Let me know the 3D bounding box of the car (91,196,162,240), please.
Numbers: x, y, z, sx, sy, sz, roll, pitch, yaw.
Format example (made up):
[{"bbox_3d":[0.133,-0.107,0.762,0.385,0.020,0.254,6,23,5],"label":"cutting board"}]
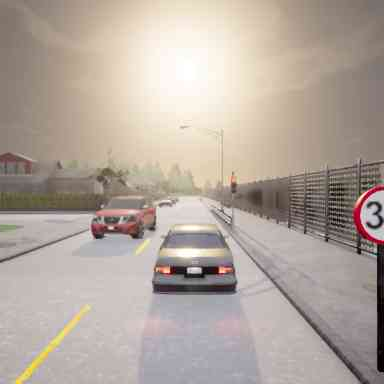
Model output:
[{"bbox_3d":[-3.287,1.221,17.384,2.150,2.045,5.566,0,0,6],"label":"car"}]

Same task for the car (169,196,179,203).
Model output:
[{"bbox_3d":[-3.860,1.553,71.571,1.994,1.385,4.181,0,0,0],"label":"car"}]

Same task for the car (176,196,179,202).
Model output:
[{"bbox_3d":[-3.943,1.478,61.567,1.882,1.535,5.008,0,0,0],"label":"car"}]

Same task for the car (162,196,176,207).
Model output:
[{"bbox_3d":[-3.995,1.547,51.723,2.033,1.411,5.357,0,0,0],"label":"car"}]

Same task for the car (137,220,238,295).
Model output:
[{"bbox_3d":[0.071,1.547,8.880,2.033,1.411,5.357,0,0,1],"label":"car"}]
